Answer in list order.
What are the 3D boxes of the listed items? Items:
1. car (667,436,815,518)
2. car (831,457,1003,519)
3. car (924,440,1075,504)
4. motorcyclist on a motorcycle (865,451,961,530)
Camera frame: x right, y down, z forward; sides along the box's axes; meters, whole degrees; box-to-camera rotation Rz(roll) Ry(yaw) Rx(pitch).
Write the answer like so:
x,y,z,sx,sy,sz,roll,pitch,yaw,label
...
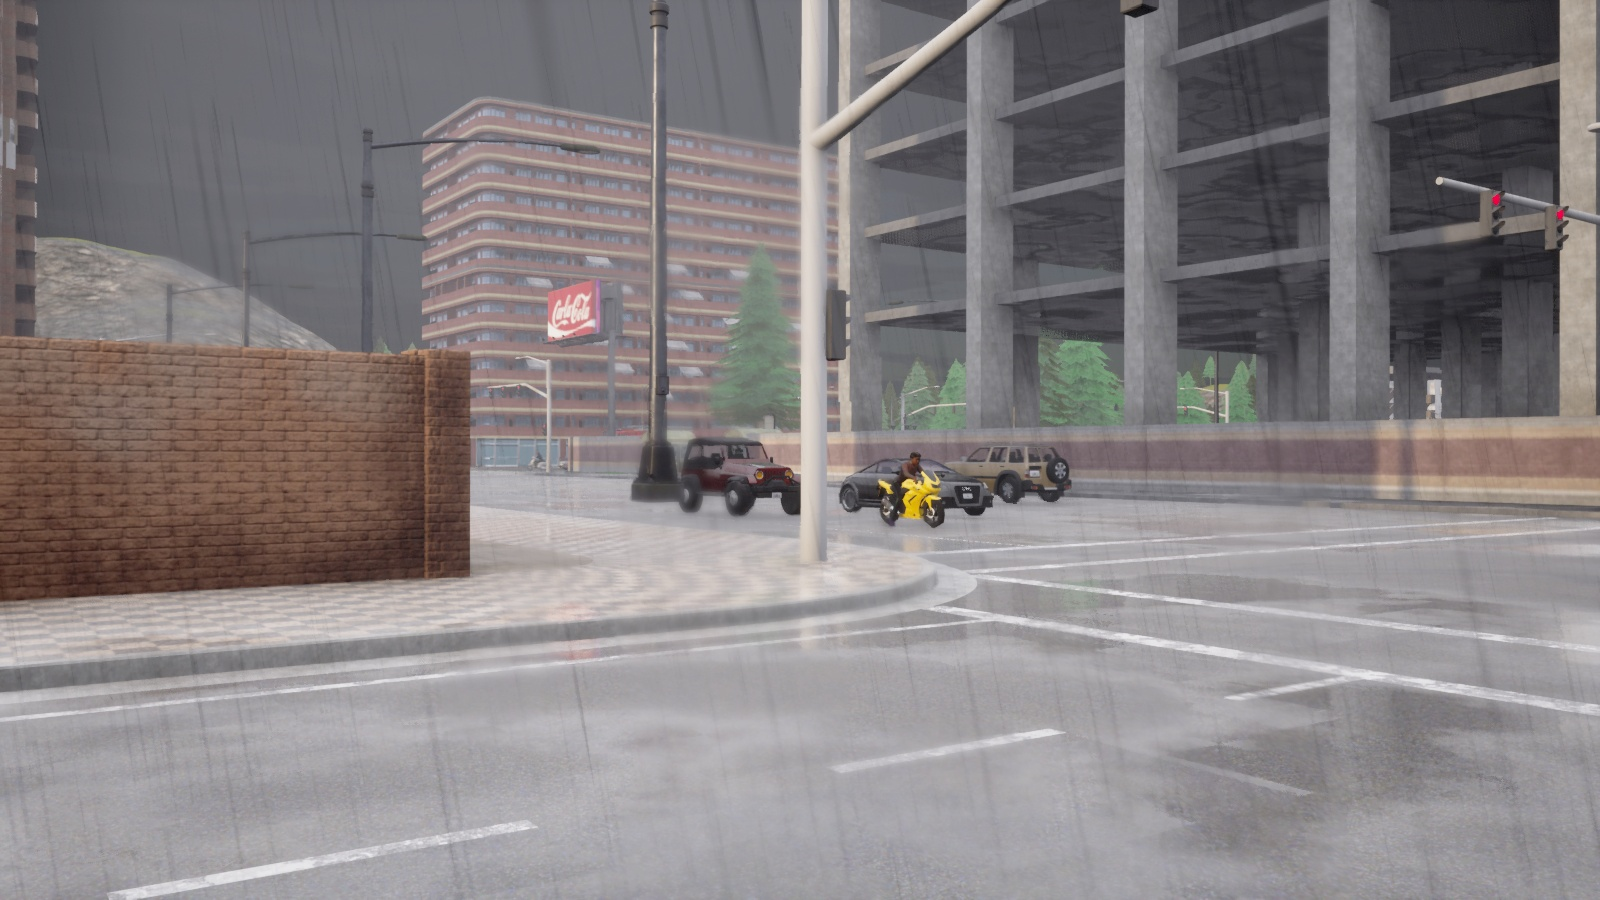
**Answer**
x,y,z,sx,sy,sz,roll,pitch,yaw,label
-1.511,0.619,30.884,1.905,1.878,3.866,0,0,-34,car
2.787,0.878,30.800,1.994,1.385,4.181,0,0,-34,car
6.023,0.643,38.471,1.932,1.855,4.605,0,0,-34,car
2.260,0.784,25.376,0.797,1.523,2.044,0,0,-35,motorcyclist on a motorcycle
